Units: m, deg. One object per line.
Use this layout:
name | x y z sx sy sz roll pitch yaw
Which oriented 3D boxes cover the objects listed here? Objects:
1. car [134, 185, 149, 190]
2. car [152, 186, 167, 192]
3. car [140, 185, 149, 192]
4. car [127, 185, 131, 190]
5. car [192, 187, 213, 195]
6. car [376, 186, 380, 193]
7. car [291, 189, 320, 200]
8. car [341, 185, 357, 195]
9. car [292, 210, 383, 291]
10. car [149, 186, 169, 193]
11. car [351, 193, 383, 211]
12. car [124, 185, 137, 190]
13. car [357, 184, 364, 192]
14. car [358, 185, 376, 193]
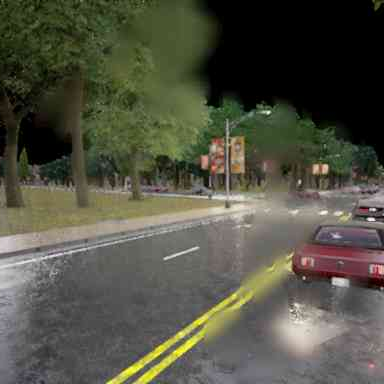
car | -14.359 -1.266 93.901 2.033 1.411 5.357 -1 2 -36
car | -8.520 -0.877 85.789 1.994 1.385 4.181 -1 2 -36
car | -11.159 -0.817 83.893 1.994 1.385 4.181 -1 2 -36
car | -15.875 -0.871 84.883 1.812 1.442 4.674 -1 2 -36
car | 1.860 -0.200 60.150 2.128 1.511 4.902 -1 2 -35
car | 40.289 -0.531 74.488 2.033 1.411 5.357 1 2 31
car | 15.151 0.276 44.548 1.812 1.442 4.674 0 2 -16
car | 29.601 -0.214 63.167 1.812 1.442 4.674 1 2 31
car | 3.973 1.370 8.211 1.895 1.301 4.718 1 2 31
car | -6.830 -0.440 72.312 1.895 1.301 4.718 -1 2 -36
car | 9.637 1.008 17.645 1.837 1.490 4.892 1 2 31
car | -16.998 -1.221 92.004 1.812 1.442 4.674 -1 2 -36
car | 37.435 -0.574 76.047 1.812 1.442 4.674 1 2 31
car | 32.363 -0.111 61.456 1.895 1.301 4.718 1 2 31
